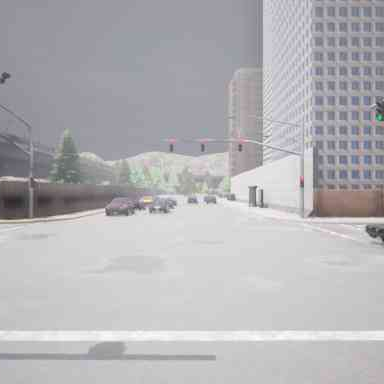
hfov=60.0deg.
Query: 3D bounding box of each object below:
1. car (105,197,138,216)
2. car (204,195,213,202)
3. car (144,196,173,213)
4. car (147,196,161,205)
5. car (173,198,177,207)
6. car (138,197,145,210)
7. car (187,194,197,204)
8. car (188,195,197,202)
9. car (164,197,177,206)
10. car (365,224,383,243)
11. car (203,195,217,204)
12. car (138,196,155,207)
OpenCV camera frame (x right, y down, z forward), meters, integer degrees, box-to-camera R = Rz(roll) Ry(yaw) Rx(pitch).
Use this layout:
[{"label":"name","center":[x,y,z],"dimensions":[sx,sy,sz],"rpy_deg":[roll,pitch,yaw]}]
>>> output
[{"label":"car","center":[-7.045,1.352,32.874],"dimensions":[2.097,1.767,4.553],"rpy_deg":[0,0,0]},{"label":"car","center":[3.610,1.500,74.516],"dimensions":[1.837,1.490,4.892],"rpy_deg":[0,0,0]},{"label":"car","center":[-3.535,1.491,36.458],"dimensions":[2.128,1.511,4.902],"rpy_deg":[0,0,0]},{"label":"car","center":[-6.973,1.478,61.449],"dimensions":[1.882,1.535,5.008],"rpy_deg":[0,0,1]},{"label":"car","center":[-3.531,1.564,45.378],"dimensions":[1.994,1.385,4.181],"rpy_deg":[0,0,-1]},{"label":"car","center":[-7.032,1.601,41.860],"dimensions":[1.895,1.301,4.718],"rpy_deg":[0,0,0]},{"label":"car","center":[0.094,1.478,64.245],"dimensions":[1.882,1.535,5.008],"rpy_deg":[0,0,0]},{"label":"car","center":[0.109,1.328,74.467],"dimensions":[1.837,1.490,4.892],"rpy_deg":[0,0,0]},{"label":"car","center":[-3.496,1.601,55.360],"dimensions":[1.895,1.301,4.718],"rpy_deg":[0,0,0]},{"label":"car","center":[10.055,1.655,13.955],"dimensions":[4.718,1.301,1.895],"rpy_deg":[0,0,0]},{"label":"car","center":[3.694,1.505,64.119],"dimensions":[1.837,1.490,4.892],"rpy_deg":[0,0,0]},{"label":"car","center":[-7.012,1.478,51.376],"dimensions":[1.882,1.535,5.008],"rpy_deg":[0,0,0]}]
